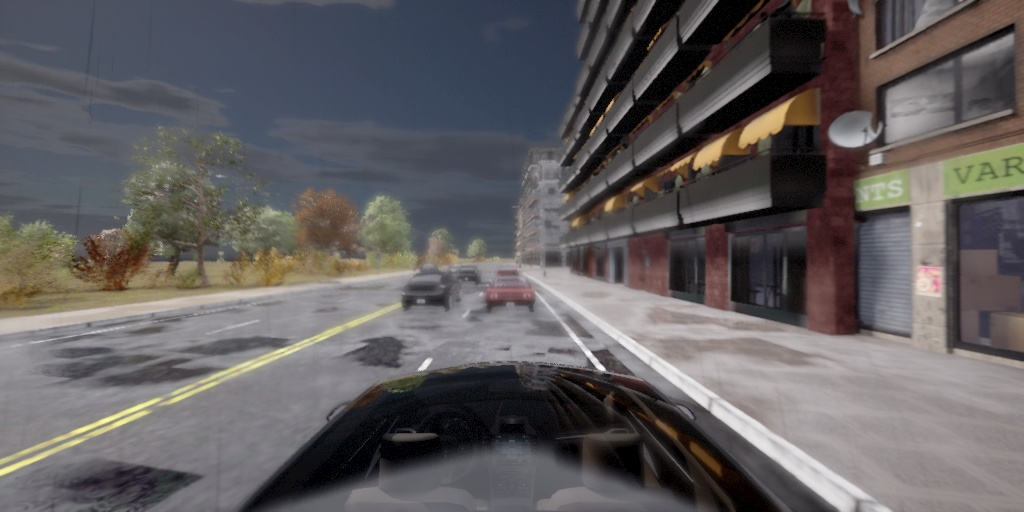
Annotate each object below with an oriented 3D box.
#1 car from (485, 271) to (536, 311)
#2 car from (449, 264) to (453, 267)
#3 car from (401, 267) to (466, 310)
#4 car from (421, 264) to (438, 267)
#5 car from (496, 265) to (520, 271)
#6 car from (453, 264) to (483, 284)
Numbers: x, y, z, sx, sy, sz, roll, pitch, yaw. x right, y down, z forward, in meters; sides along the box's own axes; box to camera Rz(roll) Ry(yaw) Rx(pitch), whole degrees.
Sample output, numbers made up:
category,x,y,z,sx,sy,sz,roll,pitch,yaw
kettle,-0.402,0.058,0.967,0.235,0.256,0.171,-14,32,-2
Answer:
category,x,y,z,sx,sy,sz,roll,pitch,yaw
car,-0.061,1.496,15.209,1.895,1.301,4.718,0,-1,0
car,-7.473,1.749,47.453,2.128,1.511,4.902,0,-1,-2
car,-3.310,1.405,15.431,1.837,1.490,4.892,0,0,0
car,-10.697,1.723,46.559,1.882,1.535,5.008,0,-1,-2
car,-0.365,1.550,31.268,1.882,1.535,5.008,0,0,-1
car,-3.600,1.571,30.447,1.837,1.490,4.892,0,0,-1
